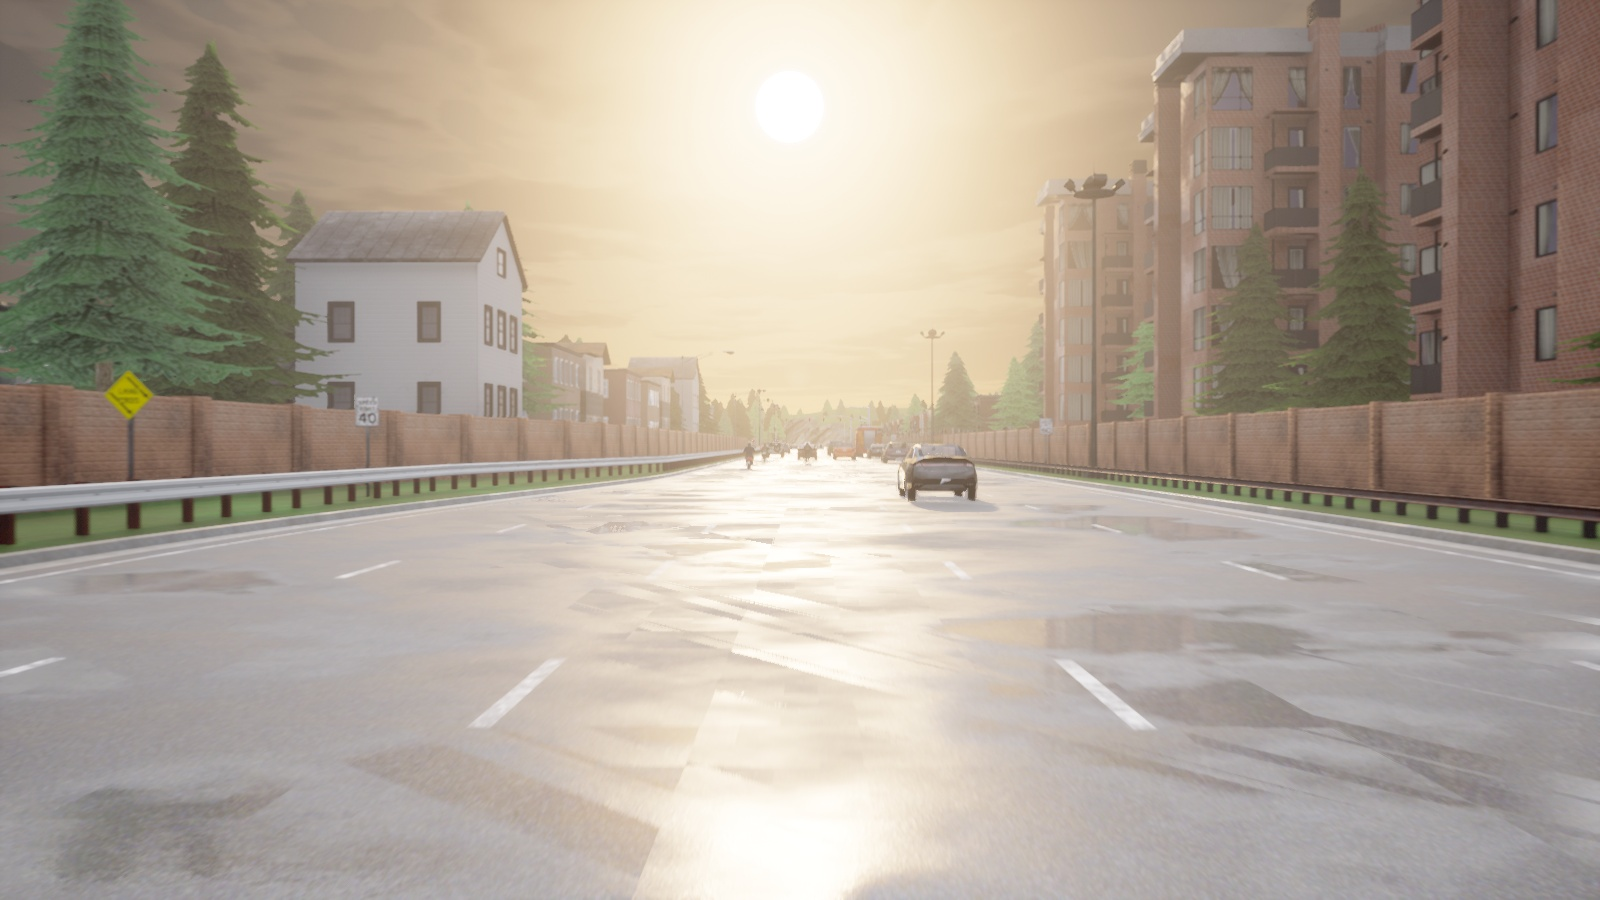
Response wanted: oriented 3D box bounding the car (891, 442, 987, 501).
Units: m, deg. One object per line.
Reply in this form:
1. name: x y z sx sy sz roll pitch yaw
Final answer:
1. car: 3.712 0.533 34.440 2.128 1.511 4.902 0 0 0

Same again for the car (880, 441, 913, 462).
1. car: 7.578 0.103 98.681 2.242 1.667 4.611 0 0 0
